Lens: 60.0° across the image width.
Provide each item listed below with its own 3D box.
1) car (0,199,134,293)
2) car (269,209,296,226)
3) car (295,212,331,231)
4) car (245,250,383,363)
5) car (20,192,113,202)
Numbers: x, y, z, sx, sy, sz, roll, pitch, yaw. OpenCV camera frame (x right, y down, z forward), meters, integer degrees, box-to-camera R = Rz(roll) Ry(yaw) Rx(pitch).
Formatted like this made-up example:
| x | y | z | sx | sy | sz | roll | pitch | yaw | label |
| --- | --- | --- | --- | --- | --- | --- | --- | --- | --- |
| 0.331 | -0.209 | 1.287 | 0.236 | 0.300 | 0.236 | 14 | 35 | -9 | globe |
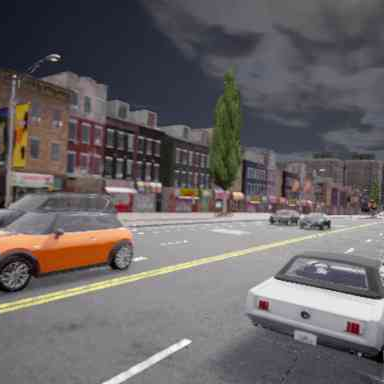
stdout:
| x | y | z | sx | sy | sz | roll | pitch | yaw | label |
| --- | --- | --- | --- | --- | --- | --- | --- | --- | --- |
| -3.648 | 1.214 | 8.615 | 2.097 | 1.767 | 4.553 | 3 | -1 | 35 | car |
| 9.214 | 2.499 | 32.743 | 1.837 | 1.490 | 4.892 | 3 | -1 | 35 | car |
| 11.214 | 2.601 | 29.934 | 1.812 | 1.442 | 4.674 | 3 | -1 | 35 | car |
| 2.858 | 1.830 | 6.435 | 1.895 | 1.301 | 4.718 | 3 | -1 | 35 | car |
| -5.170 | 1.023 | 12.104 | 2.150 | 2.045 | 5.566 | 3 | 0 | 35 | car |
